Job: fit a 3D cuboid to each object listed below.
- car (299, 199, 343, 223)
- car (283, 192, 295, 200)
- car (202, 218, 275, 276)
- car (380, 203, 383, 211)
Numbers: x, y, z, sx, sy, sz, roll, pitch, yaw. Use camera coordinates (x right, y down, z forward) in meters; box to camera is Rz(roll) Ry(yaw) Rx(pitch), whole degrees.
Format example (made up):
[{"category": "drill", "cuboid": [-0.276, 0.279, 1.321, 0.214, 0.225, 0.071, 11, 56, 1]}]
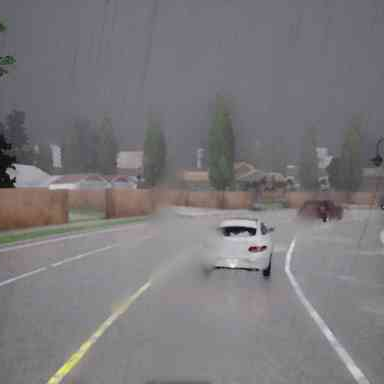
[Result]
[{"category": "car", "cuboid": [10.159, 1.340, 26.019, 2.097, 1.767, 4.553, 0, 0, 41]}, {"category": "car", "cuboid": [17.464, 0.799, 58.845, 1.816, 1.474, 4.193, -2, 0, 0]}, {"category": "car", "cuboid": [1.540, 1.525, 10.325, 1.812, 1.442, 4.674, 0, 0, 14]}, {"category": "car", "cuboid": [24.799, 1.570, 39.649, 4.892, 1.490, 1.837, 0, -1, -17]}]
